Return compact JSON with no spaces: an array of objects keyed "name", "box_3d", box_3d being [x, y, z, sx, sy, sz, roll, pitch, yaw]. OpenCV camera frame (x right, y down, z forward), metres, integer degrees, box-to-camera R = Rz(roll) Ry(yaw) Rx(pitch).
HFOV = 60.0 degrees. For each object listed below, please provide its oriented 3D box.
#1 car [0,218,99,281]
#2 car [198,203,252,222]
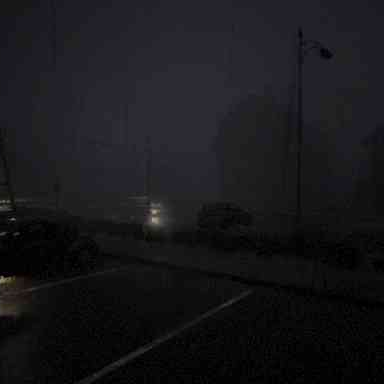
[{"name":"car","box_3d":[-4.467,1.411,8.770,1.784,1.438,3.905,1,1,36]},{"name":"car","box_3d":[2.013,1.380,19.948,1.816,1.474,4.193,1,1,36]}]
